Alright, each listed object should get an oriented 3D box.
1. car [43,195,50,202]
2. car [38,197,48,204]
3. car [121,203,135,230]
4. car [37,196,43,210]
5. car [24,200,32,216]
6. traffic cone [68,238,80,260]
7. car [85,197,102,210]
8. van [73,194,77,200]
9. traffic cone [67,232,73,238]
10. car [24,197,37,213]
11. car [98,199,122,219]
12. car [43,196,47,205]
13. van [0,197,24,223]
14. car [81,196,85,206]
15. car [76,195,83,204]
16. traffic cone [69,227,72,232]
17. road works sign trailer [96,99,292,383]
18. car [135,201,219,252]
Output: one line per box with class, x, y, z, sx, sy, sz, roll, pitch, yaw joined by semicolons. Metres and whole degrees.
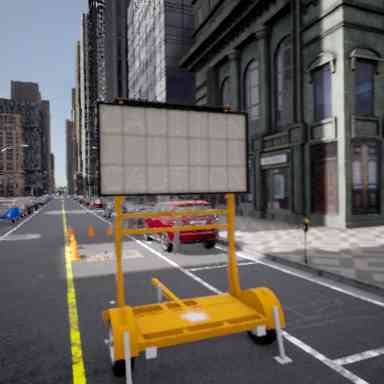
car;-33.278;1.931;73.688;2.008;1.369;4.403;-1;0;-21
car;-35.276;1.928;78.781;1.752;1.417;4.829;-1;0;-21
car;-2.694;1.527;19.041;2.008;1.369;4.403;-1;0;-21
car;-22.987;1.579;47.430;2.192;1.841;5.009;-1;0;-21
car;-16.805;1.746;31.677;2.008;1.369;4.403;-1;0;-21
traffic cone;-3.985;1.981;11.303;0.340;0.580;0.340;-1;0;-21
car;-12.992;1.526;45.296;1.967;1.590;4.097;-1;0;-21
van;-29.467;1.612;87.307;1.690;1.788;3.998;-1;0;-21
traffic cone;-4.715;1.988;13.165;0.340;0.580;0.340;-1;0;-21
car;-18.869;1.533;36.927;2.192;1.841;5.009;-1;0;-21
car;-6.813;1.569;29.544;2.008;1.369;4.403;-1;0;-21
car;-29.159;1.900;63.186;1.947;1.339;4.313;-1;0;-21
van;-14.750;1.515;26.425;1.690;1.788;3.998;-1;0;-21
car;-17.108;1.698;55.799;1.947;1.339;4.313;-1;0;-21
car;-23.285;1.746;71.553;1.887;1.381;4.507;-1;0;-21
traffic cone;-5.445;1.995;15.027;0.340;0.580;0.340;-1;0;-21
road works sign trailer;-0.270;0.444;5.246;2.380;3.560;2.880;-1;0;-21
car;-0.640;1.271;13.789;2.192;1.841;5.009;-1;0;-21
